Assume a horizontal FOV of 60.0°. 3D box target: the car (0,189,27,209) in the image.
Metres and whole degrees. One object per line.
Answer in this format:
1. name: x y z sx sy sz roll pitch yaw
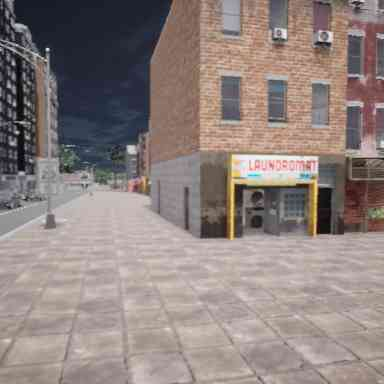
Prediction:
1. car: -15.389 0.579 27.393 1.837 1.490 4.892 -1 2 -14

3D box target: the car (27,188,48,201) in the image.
1. car: -18.411 0.300 39.372 1.837 1.490 4.892 -1 1 -14
